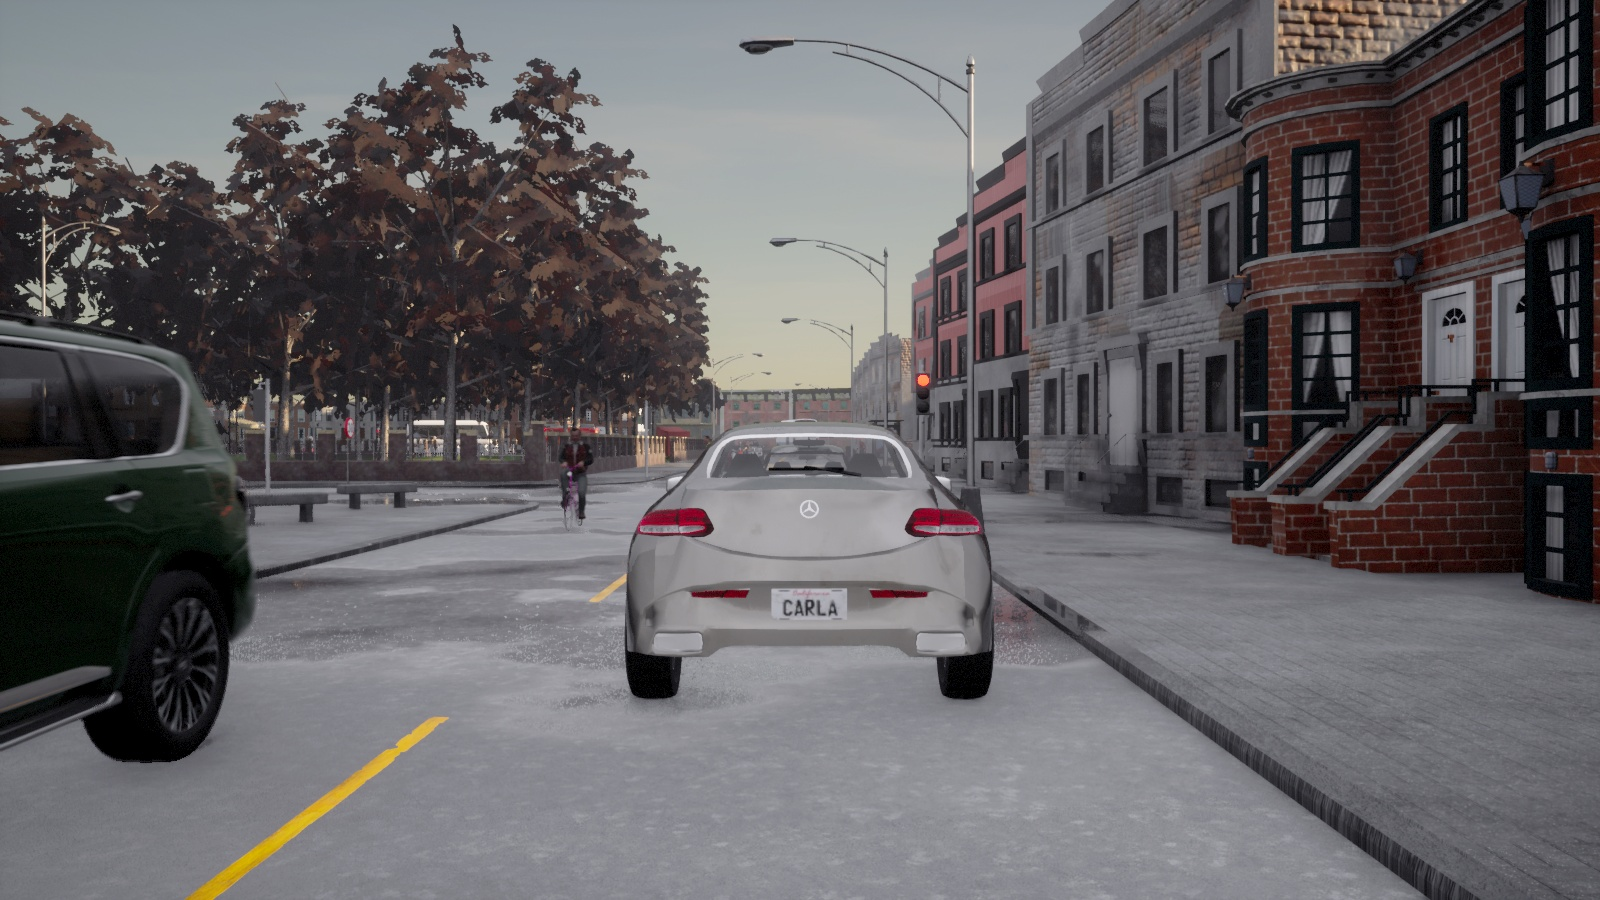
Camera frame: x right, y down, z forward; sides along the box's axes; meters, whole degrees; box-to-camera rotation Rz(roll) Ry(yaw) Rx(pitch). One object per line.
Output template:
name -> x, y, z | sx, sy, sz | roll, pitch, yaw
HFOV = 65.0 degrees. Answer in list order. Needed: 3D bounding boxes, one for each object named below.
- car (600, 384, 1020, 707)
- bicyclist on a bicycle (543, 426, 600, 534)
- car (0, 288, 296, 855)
car -> 0.064, 0.475, 8.950 | 2.152, 1.651, 5.027 | 0, 0, 0
bicyclist on a bicycle -> -3.910, 0.492, 21.621 | 0.659, 1.776, 1.843 | 0, 0, 0
car -> -3.960, 0.438, 4.366 | 2.150, 2.045, 5.566 | 0, 0, 0
